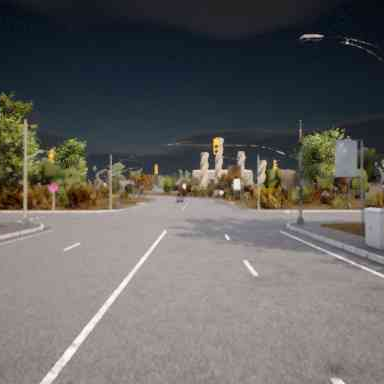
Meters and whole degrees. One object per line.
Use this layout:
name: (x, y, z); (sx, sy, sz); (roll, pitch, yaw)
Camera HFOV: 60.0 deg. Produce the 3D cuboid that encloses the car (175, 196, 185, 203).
car: (-2.853, 1.854, 79.514); (1.837, 1.490, 4.892); (0, 0, 1)
